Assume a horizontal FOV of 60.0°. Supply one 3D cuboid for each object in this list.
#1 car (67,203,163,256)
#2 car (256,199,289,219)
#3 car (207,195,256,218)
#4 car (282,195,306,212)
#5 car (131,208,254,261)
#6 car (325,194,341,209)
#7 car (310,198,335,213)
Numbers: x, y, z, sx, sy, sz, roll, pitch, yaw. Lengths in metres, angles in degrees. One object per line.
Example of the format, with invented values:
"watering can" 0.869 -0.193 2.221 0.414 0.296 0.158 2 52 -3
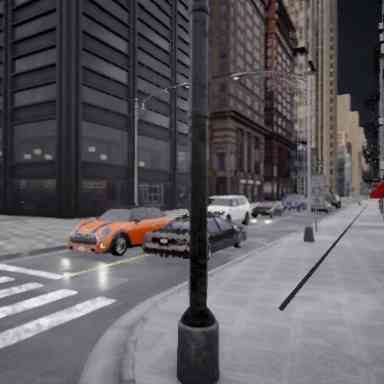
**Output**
"car" -2.681 1.351 13.270 2.097 1.767 4.553 0 0 29
"car" 7.086 1.619 30.853 2.033 1.411 5.357 0 0 29
"car" 2.077 1.256 21.832 2.150 2.045 5.566 0 0 29
"car" 12.335 1.330 40.221 2.150 2.045 5.566 0 0 29
"car" 0.356 1.551 12.352 2.033 1.411 5.357 0 0 29
"car" 19.900 1.363 47.563 2.150 2.045 5.566 0 0 29
"car" 15.033 1.674 38.687 1.994 1.385 4.181 0 0 29
